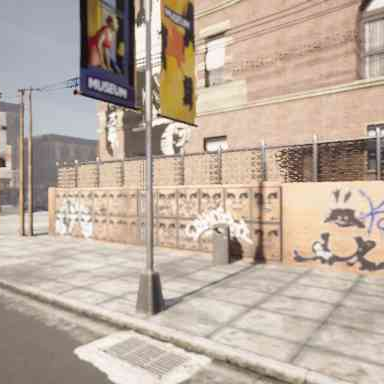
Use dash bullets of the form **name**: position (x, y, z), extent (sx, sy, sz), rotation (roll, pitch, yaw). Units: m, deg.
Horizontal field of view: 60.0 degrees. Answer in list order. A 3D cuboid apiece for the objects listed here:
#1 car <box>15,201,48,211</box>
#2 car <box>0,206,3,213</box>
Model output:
- **car**: position (-21.212, 1.896, 44.113), extent (1.812, 1.442, 4.674), rotation (0, 0, 15)
- **car**: position (-25.463, 1.909, 40.968), extent (1.812, 1.442, 4.674), rotation (0, 0, 8)
